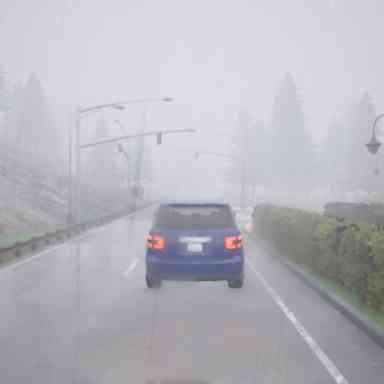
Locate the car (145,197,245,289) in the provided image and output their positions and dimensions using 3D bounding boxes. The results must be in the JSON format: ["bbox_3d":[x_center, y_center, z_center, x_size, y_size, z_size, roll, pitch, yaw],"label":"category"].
[{"bbox_3d":[0.074,1.152,9.138,2.150,2.045,5.566,0,0,0],"label":"car"}]
